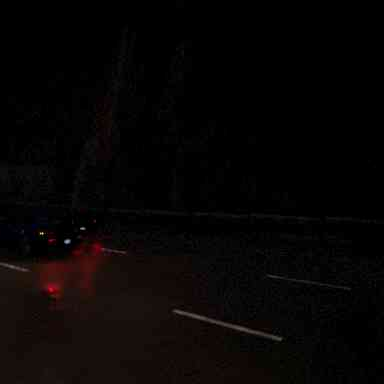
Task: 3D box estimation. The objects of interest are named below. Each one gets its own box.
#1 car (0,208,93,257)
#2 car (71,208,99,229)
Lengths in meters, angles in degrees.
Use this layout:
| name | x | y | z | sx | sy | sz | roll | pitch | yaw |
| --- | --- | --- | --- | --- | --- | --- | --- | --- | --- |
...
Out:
| name | x | y | z | sx | sy | sz | roll | pitch | yaw |
| --- | --- | --- | --- | --- | --- | --- | --- | --- | --- |
| car | -6.113 | 1.458 | 12.643 | 4.674 | 1.442 | 1.812 | 1 | 0 | 35 |
| car | -7.160 | 1.500 | 17.694 | 4.718 | 1.301 | 1.895 | 1 | 0 | 36 |
